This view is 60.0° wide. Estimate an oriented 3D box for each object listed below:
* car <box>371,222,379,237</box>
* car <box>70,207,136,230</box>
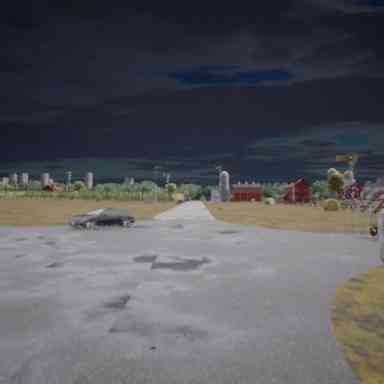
[{"bbox_3d":[13.171,2.030,19.461,5.008,1.535,1.882,1,-2,1],"label":"car"},{"bbox_3d":[-6.071,1.811,23.090,1.812,1.442,4.674,1,-1,43],"label":"car"}]
